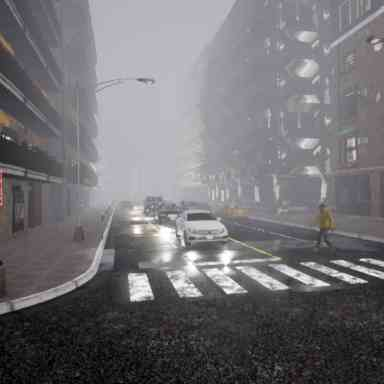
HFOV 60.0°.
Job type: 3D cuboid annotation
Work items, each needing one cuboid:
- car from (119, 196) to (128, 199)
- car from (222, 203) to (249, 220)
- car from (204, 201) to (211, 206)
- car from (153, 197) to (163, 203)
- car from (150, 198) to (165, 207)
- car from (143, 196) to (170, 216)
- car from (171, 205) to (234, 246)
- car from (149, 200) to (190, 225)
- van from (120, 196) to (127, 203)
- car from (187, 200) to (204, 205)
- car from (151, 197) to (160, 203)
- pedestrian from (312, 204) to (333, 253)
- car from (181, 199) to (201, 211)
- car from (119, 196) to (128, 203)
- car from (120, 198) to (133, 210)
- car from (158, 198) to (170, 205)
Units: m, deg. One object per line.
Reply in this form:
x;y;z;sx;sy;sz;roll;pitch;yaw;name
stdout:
-14.438;1.851;71.181;2.192;1.841;5.009;-1;0;-12;car
3.407;1.608;28.871;1.752;1.417;4.829;-1;0;-12;car
1.021;1.710;39.765;1.887;1.381;4.507;-1;0;-12;car
-8.668;1.966;84.013;1.967;1.590;4.097;-1;0;-12;car
-6.445;1.870;61.757;2.128;1.511;4.902;-1;0;-12;car
-4.113;1.438;36.180;2.150;2.045;5.566;-1;0;-12;car
0.303;1.601;15.979;1.812;1.442;4.674;-1;0;-11;car
-1.869;1.632;25.899;2.128;1.511;4.902;-1;0;-12;car
-18.070;2.017;87.774;1.690;1.788;3.998;-1;0;-12;van
-0.601;1.655;35.062;2.128;1.511;4.902;-1;0;-12;car
-9.877;2.156;89.544;1.802;1.307;4.206;-1;0;-12;car
4.766;1.297;12.128;0.375;1.860;0.375;-1;0;-12;pedestrian
-0.189;1.754;45.295;1.887;1.381;4.507;-1;0;-12;car
-19.282;2.045;93.302;2.192;1.841;5.009;-1;0;-12;car
-9.590;1.938;49.053;1.802;1.307;4.206;-1;0;-12;car
-6.244;1.985;72.952;2.008;1.369;4.403;-1;0;-12;car
